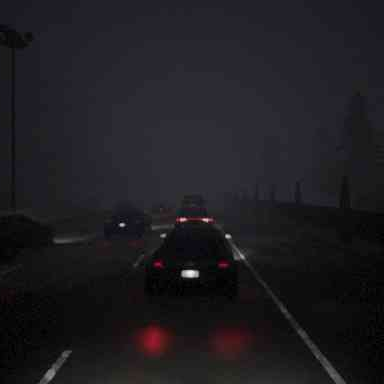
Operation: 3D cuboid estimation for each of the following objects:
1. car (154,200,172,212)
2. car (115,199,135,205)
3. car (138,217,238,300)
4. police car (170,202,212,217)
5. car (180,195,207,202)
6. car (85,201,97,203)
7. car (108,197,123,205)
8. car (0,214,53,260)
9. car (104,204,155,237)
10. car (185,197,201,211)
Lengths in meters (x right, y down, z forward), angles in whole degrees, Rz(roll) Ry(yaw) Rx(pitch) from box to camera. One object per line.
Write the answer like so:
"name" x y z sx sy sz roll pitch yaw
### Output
"car" -3.379 1.632 38.463 1.895 1.301 4.718 0 0 0
"car" -6.882 1.553 34.049 1.812 1.442 4.674 0 0 0
"car" 0.075 1.570 8.494 1.994 1.385 4.181 0 0 3
"police car" 0.110 1.518 18.081 2.038 1.542 4.974 0 0 0
"car" 0.120 1.248 29.435 2.150 2.045 5.566 0 0 0
"car" -17.578 1.595 58.126 2.033 1.411 5.357 0 0 0
"car" -14.101 1.612 61.613 1.837 1.490 4.892 0 0 -2
"car" -6.895 1.536 12.417 1.812 1.442 4.674 0 0 0
"car" -3.391 1.579 18.137 1.994 1.385 4.181 0 0 0
"car" 0.123 1.490 42.419 1.801 1.575 5.366 0 0 0
